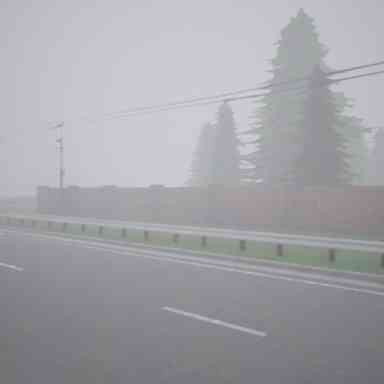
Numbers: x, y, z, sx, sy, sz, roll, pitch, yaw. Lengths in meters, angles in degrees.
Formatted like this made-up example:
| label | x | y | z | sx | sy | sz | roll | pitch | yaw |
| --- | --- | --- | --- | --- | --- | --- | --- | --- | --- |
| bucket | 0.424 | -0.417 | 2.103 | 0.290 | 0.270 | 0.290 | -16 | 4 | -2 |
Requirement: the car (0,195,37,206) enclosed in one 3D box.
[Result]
| label | x | y | z | sx | sy | sz | roll | pitch | yaw |
| --- | --- | --- | --- | --- | --- | --- | --- | --- | --- |
| car | -24.870 | 1.260 | 47.917 | 5.008 | 1.535 | 1.882 | 0 | 0 | -26 |

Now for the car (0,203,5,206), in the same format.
| label | x | y | z | sx | sy | sz | roll | pitch | yaw |
| --- | --- | --- | --- | --- | --- | --- | --- | --- | --- |
| car | -11.628 | 1.391 | 16.585 | 5.008 | 1.535 | 1.882 | 0 | 0 | 36 |
